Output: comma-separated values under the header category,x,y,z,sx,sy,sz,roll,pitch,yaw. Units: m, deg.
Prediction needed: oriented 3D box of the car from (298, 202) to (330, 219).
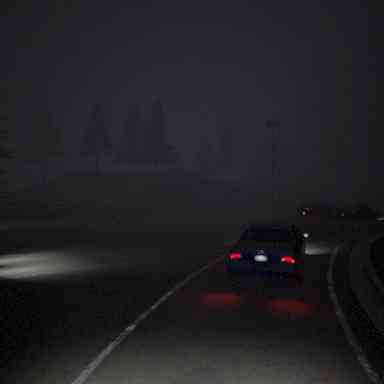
category,x,y,z,sx,sy,sz,roll,pitch,yaw
car,12.205,1.723,31.811,4.892,1.490,1.837,1,-1,-36

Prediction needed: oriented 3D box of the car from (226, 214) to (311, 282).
category,x,y,z,sx,sy,sz,roll,pitch,yaw
car,2.459,1.612,10.123,2.033,1.411,5.357,0,0,20

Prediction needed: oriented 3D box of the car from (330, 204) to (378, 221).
category,x,y,z,sx,sy,sz,roll,pitch,yaw
car,14.420,1.741,29.094,4.674,1.442,1.812,1,-1,-36
